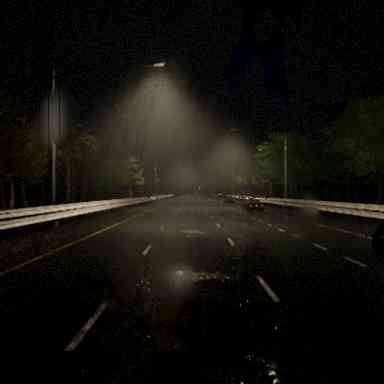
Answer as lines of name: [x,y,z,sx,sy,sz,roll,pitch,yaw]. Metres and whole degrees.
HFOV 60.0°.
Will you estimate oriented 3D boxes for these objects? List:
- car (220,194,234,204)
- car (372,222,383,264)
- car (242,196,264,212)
car: [7.181,1.569,66.001,2.033,1.411,5.357,0,0,0]
car: [7.004,1.225,8.589,2.150,2.045,5.566,0,0,0]
car: [7.076,1.561,38.886,2.033,1.411,5.357,0,0,0]
